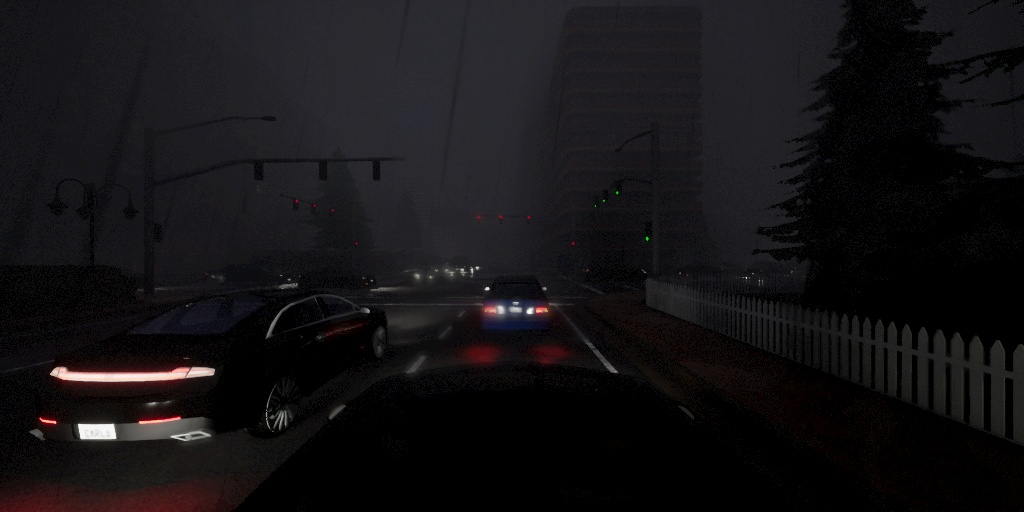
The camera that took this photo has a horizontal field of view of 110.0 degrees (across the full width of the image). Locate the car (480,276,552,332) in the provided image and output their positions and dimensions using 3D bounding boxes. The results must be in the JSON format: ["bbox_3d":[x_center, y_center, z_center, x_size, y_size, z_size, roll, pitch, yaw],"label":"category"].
[{"bbox_3d":[0.122,1.297,10.809,2.033,1.411,5.357,0,0,1],"label":"car"}]

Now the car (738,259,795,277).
[{"bbox_3d":[24.369,1.242,34.262,5.357,1.411,2.033,0,0,-31],"label":"car"}]

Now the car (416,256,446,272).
[{"bbox_3d":[-10.529,0.971,45.981,2.150,2.045,5.566,0,0,2],"label":"car"}]

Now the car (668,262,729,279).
[{"bbox_3d":[15.889,1.259,30.586,4.181,1.385,1.994,0,0,-20],"label":"car"}]

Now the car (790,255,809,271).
[{"bbox_3d":[32.359,0.916,40.589,2.150,2.045,5.566,0,0,43],"label":"car"}]

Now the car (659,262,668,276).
[{"bbox_3d":[13.155,1.242,33.411,5.357,1.411,2.033,0,0,-13],"label":"car"}]

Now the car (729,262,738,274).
[{"bbox_3d":[22.056,1.295,36.974,4.718,1.301,1.895,0,0,-30],"label":"car"}]

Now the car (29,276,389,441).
[{"bbox_3d":[-3.427,1.242,5.397,2.128,1.511,4.902,0,0,0],"label":"car"}]

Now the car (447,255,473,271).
[{"bbox_3d":[-7.057,0.971,49.141,2.150,2.045,5.566,0,0,0],"label":"car"}]

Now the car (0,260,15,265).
[{"bbox_3d":[-35.867,1.046,24.748,4.553,1.767,2.097,0,0,0],"label":"car"}]

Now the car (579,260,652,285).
[{"bbox_3d":[7.119,1.049,25.260,4.553,1.767,2.097,0,0,-4],"label":"car"}]

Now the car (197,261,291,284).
[{"bbox_3d":[-18.115,1.244,24.859,5.357,1.411,2.033,0,0,0],"label":"car"}]

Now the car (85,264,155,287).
[{"bbox_3d":[-24.170,1.220,21.319,4.674,1.442,1.812,0,0,0],"label":"car"}]

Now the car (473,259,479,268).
[{"bbox_3d":[-7.025,1.255,58.952,1.837,1.490,4.892,0,0,0],"label":"car"}]

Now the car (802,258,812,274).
[{"bbox_3d":[28.868,1.199,32.845,4.892,1.490,1.837,0,1,-34],"label":"car"}]

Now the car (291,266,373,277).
[{"bbox_3d":[-10.371,1.295,21.411,4.181,1.385,1.994,0,0,0],"label":"car"}]
